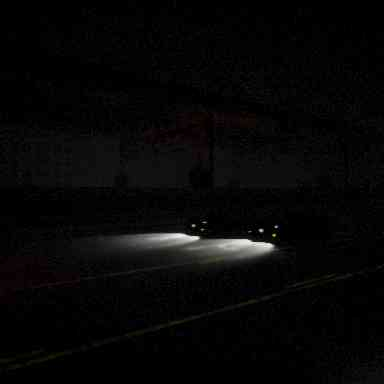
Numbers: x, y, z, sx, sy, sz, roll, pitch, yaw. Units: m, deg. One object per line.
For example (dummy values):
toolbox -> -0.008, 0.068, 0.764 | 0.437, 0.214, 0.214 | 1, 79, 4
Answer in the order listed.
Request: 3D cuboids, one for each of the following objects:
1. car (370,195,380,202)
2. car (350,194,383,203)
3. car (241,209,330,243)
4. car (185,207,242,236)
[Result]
car -> 31.158, 1.051, 59.358 | 4.536, 1.218, 1.853 | 0, 0, -7
car -> 31.210, 1.208, 59.364 | 4.974, 1.542, 2.038 | 0, 0, -7
car -> 4.697, 1.510, 15.855 | 4.181, 1.385, 1.994 | 0, 0, -35
car -> 1.714, 1.513, 18.038 | 4.181, 1.385, 1.994 | 0, 0, -35
